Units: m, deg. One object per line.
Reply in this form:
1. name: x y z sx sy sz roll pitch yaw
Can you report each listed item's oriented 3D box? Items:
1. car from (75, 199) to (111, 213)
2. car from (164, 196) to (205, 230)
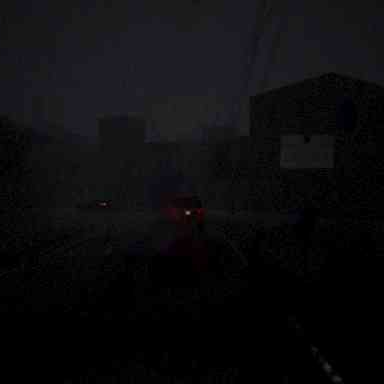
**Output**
1. car: -11.573 1.601 38.619 4.902 1.511 2.128 -1 2 35
2. car: -0.578 1.264 21.730 2.150 2.045 5.566 0 0 -7
